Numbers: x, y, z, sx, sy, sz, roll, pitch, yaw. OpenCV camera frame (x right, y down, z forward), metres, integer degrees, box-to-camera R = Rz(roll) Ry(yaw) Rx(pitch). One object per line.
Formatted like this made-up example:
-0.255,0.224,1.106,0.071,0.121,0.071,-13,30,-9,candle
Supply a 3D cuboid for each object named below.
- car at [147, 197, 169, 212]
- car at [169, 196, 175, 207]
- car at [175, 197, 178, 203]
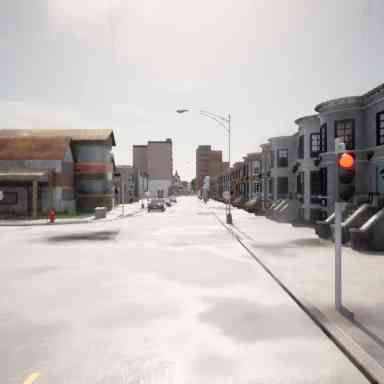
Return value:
-4.102,1.505,39.260,1.837,1.490,4.892,0,0,0,car
-4.092,1.547,50.302,2.033,1.411,5.357,0,0,0,car
-3.986,1.528,66.866,1.812,1.442,4.674,0,0,0,car
